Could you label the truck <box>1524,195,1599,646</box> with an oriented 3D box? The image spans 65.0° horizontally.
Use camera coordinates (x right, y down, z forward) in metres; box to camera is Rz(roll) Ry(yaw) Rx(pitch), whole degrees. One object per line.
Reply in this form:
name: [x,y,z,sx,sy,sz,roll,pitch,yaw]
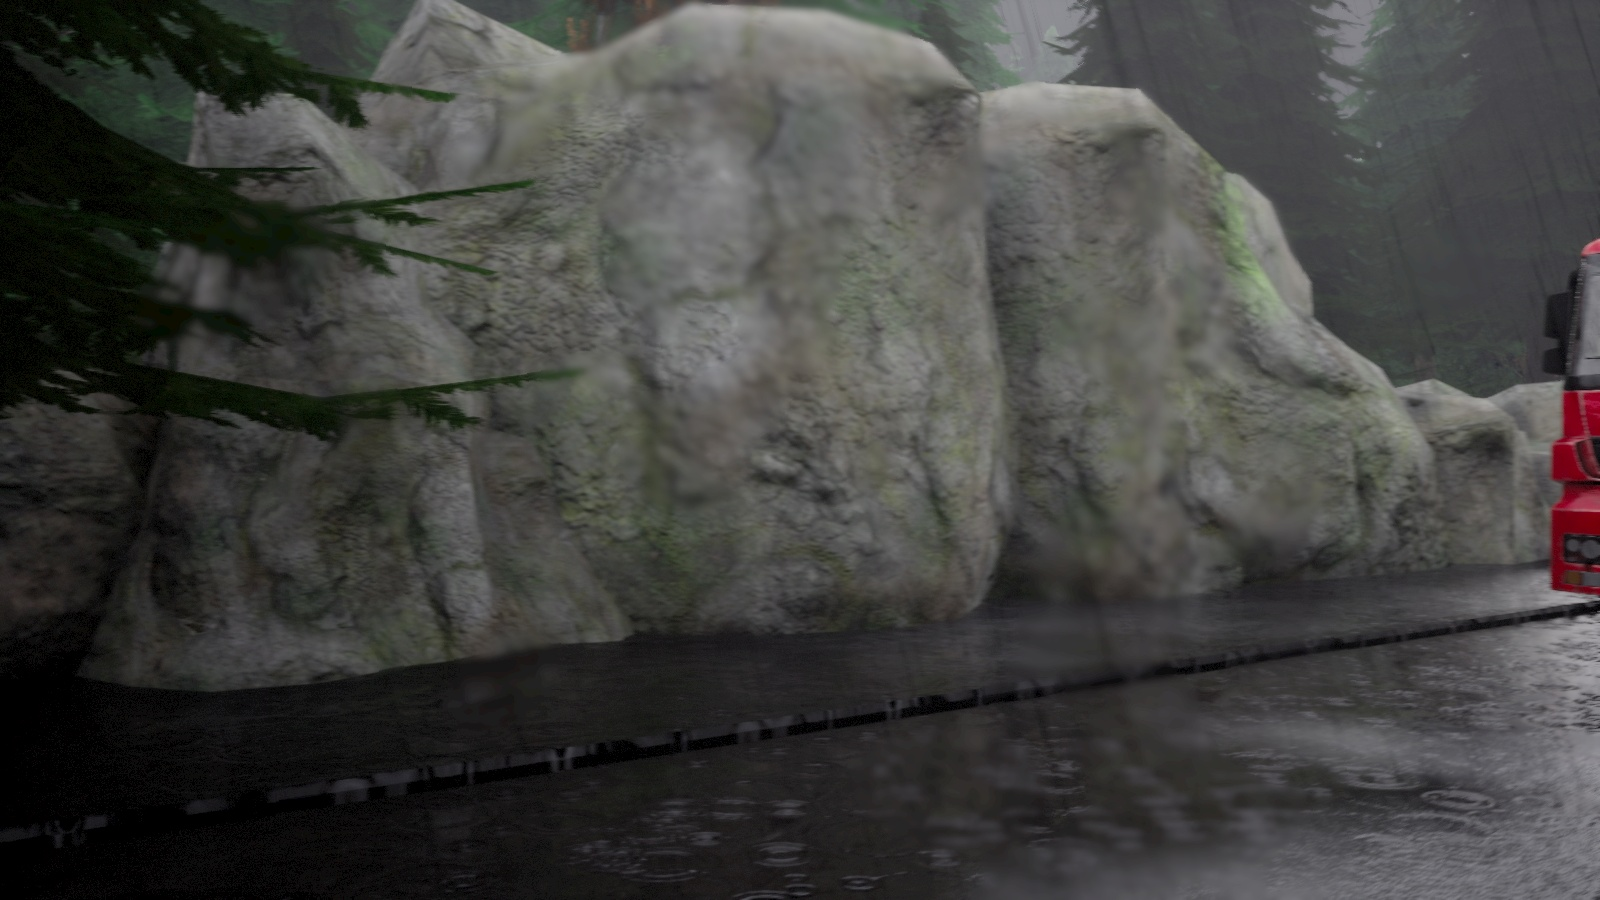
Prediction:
truck: [9.906,-0.230,11.168,7.936,3.462,2.891,0,0,-35]
